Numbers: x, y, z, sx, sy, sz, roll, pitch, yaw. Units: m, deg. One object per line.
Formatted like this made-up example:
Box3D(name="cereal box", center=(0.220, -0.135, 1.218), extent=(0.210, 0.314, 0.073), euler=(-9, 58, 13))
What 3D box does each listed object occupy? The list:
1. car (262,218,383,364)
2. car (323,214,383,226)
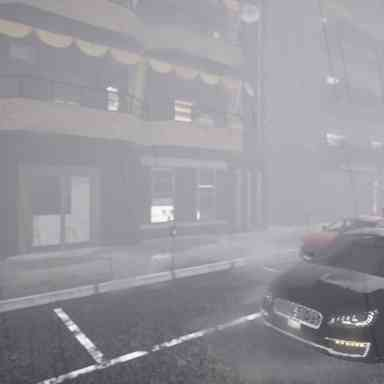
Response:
Box3D(name="car", center=(3.299, 1.428, 5.711), extent=(4.892, 1.490, 1.837), euler=(-1, 1, -35))
Box3D(name="car", center=(5.166, 1.415, 10.198), extent=(4.507, 1.381, 1.887), euler=(-1, 1, -35))
